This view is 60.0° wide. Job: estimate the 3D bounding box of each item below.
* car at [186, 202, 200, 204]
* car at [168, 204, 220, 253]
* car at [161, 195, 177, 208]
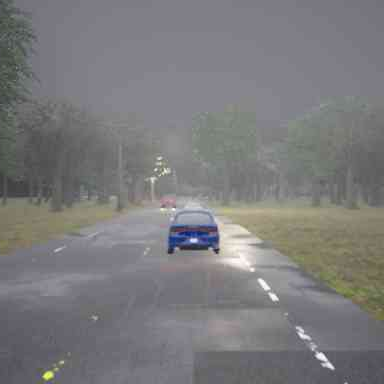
[{"bbox_3d":[0.077,1.602,28.591,1.812,1.442,4.674,0,0,0],"label":"car"},{"bbox_3d":[0.075,1.493,13.709,1.882,1.535,5.008,0,0,0],"label":"car"},{"bbox_3d":[-3.566,1.433,51.800,2.150,2.045,5.566,0,-1,0],"label":"car"}]
